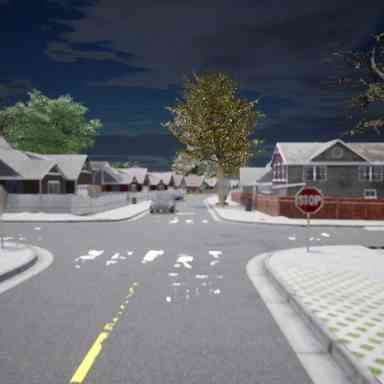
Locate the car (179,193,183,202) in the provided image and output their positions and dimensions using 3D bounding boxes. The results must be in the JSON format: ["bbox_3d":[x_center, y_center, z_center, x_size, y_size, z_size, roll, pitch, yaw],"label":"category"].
[{"bbox_3d":[-2.393,0.865,54.055,1.895,1.301,4.718,0,1,1],"label":"car"}]

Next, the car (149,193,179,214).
[{"bbox_3d":[-2.517,0.946,29.576,2.097,1.767,4.553,0,0,1],"label":"car"}]
